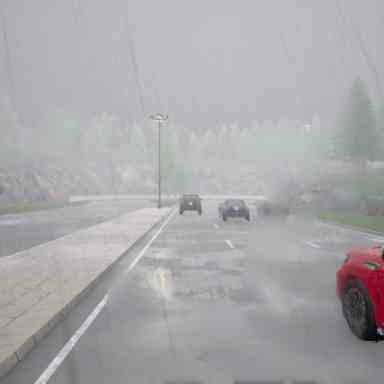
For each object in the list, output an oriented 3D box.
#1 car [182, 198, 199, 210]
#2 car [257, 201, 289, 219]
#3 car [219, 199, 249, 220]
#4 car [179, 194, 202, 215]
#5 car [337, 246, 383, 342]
[{"bbox_3d":[-0.186,1.547,44.413,2.033,1.411,5.357,0,0,0],"label":"car"},{"bbox_3d":[6.906,1.492,28.794,2.128,1.511,4.902,0,0,0],"label":"car"},{"bbox_3d":[3.412,1.352,27.728,2.097,1.767,4.553,0,0,0],"label":"car"},{"bbox_3d":[-0.134,1.222,34.219,2.150,2.045,5.566,0,0,0],"label":"car"},{"bbox_3d":[3.568,1.219,3.349,2.150,2.045,5.566,0,0,0],"label":"car"}]
